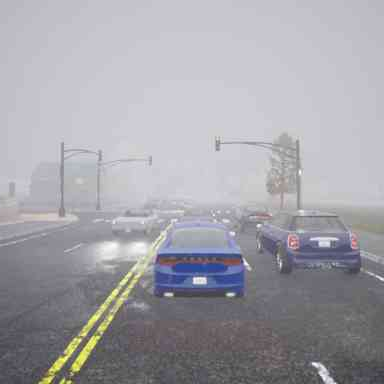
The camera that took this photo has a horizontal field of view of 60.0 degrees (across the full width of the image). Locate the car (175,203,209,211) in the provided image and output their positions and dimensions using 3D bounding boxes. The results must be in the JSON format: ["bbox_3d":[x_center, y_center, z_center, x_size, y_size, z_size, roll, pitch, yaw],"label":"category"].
[{"bbox_3d":[0.307,1.562,18.411,2.033,1.411,5.357,0,0,1],"label":"car"}]

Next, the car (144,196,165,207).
[{"bbox_3d":[-5.389,1.576,46.255,1.837,1.490,4.892,0,0,3],"label":"car"}]

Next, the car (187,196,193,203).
[{"bbox_3d":[-1.381,1.662,58.984,1.994,1.385,4.181,0,0,4],"label":"car"}]

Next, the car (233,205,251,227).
[{"bbox_3d":[3.596,1.520,19.846,1.837,1.490,4.892,0,0,1],"label":"car"}]

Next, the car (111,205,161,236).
[{"bbox_3d":[-3.136,1.617,18.748,1.895,1.301,4.718,0,0,1],"label":"car"}]

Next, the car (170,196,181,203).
[{"bbox_3d":[-3.544,1.628,73.159,1.882,1.535,5.008,0,0,4],"label":"car"}]

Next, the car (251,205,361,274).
[{"bbox_3d":[3.439,1.358,10.694,2.097,1.767,4.553,0,0,1],"label":"car"}]

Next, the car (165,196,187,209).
[{"bbox_3d":[-2.132,1.669,46.358,1.895,1.301,4.718,0,0,3],"label":"car"}]

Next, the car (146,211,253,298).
[{"bbox_3d":[0.160,1.483,8.598,1.882,1.535,5.008,0,0,0],"label":"car"}]

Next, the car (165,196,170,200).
[{"bbox_3d":[-4.691,1.456,58.232,2.097,1.767,4.553,0,0,3],"label":"car"}]

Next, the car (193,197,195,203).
[{"bbox_3d":[-0.248,1.671,73.609,1.812,1.442,4.674,0,0,4],"label":"car"}]
